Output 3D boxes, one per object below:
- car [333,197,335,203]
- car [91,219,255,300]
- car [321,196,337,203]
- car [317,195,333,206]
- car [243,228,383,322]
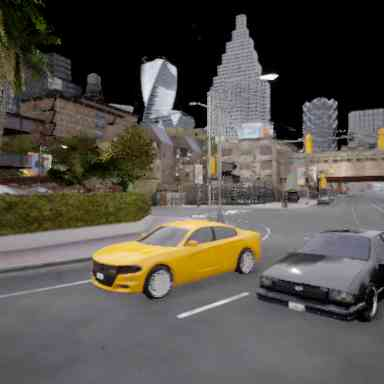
[{"bbox_3d":[26.495,1.554,65.995,2.185,1.767,4.553,0,0,25],"label":"car"},{"bbox_3d":[-0.165,1.520,8.807,5.008,1.535,1.882,0,0,-44],"label":"car"},{"bbox_3d":[31.199,1.707,75.689,2.231,1.521,4.892,0,0,35],"label":"car"},{"bbox_3d":[23.835,1.663,60.145,2.097,1.535,5.008,0,0,25],"label":"car"},{"bbox_3d":[3.612,1.570,7.598,2.033,1.411,5.357,0,0,44],"label":"car"}]
